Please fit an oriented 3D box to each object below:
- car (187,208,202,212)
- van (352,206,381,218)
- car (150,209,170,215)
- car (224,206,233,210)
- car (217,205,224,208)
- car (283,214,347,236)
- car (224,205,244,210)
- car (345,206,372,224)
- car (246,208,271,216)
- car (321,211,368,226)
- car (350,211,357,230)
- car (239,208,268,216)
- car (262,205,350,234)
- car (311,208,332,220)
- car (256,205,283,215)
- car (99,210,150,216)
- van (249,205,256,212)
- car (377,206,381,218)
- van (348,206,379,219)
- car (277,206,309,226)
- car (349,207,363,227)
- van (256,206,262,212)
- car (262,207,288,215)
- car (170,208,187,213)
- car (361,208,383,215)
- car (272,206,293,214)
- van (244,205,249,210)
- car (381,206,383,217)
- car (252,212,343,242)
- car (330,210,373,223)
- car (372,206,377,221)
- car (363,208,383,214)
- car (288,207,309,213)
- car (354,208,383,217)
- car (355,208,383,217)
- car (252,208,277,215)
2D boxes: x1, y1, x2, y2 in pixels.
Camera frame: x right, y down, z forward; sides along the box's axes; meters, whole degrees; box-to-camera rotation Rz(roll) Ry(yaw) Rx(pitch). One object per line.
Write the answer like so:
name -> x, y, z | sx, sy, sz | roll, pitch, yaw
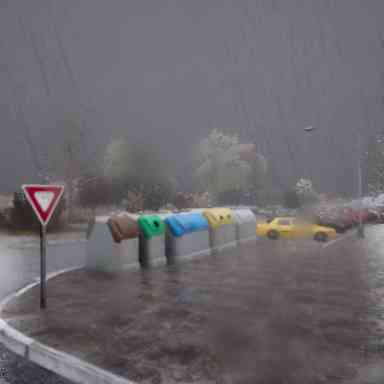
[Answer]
car -> -1.659, 2.997, 42.626 | 4.792, 1.488, 2.163 | -1, -3, 13
van -> 32.763, 3.721, 62.423 | 4.442, 1.987, 1.878 | 1, -1, 13
car -> -5.387, 2.750, 36.945 | 4.892, 1.521, 2.231 | -1, -2, 13
car -> 3.410, 3.309, 50.456 | 4.674, 1.452, 2.002 | -1, -3, 13
car -> 1.818, 3.047, 47.954 | 4.553, 1.767, 2.185 | -1, -2, 13
car -> 9.867, 2.638, 27.128 | 4.674, 1.452, 2.002 | 1, -1, 13
car -> 5.005, 3.113, 52.961 | 5.566, 2.045, 2.435 | -1, -2, 13
car -> 16.453, 2.735, 37.211 | 5.566, 2.045, 2.435 | 1, -1, 13
car -> 13.111, 3.873, 65.422 | 4.792, 1.488, 2.163 | -1, -2, 13
car -> 18.089, 3.112, 39.725 | 4.792, 1.488, 2.163 | 1, -1, 13
car -> 11.532, 2.698, 29.654 | 5.008, 1.535, 2.097 | 1, -1, 13
car -> 11.703, 3.743, 62.886 | 5.366, 1.575, 1.946 | 0, -3, 13
car -> 8.246, 2.243, 24.616 | 5.566, 2.045, 2.435 | 1, -2, 13
car -> 20.001, 3.331, 51.327 | 2.097, 1.767, 4.553 | -1, -2, 33
car -> 16.351, 3.784, 70.421 | 5.566, 2.045, 2.435 | -1, -2, 13
car -> -7.251, 2.640, 34.110 | 4.892, 1.521, 2.231 | -1, -3, 13
van -> 8.391, 3.329, 57.922 | 4.442, 1.987, 1.878 | -1, -3, 13
car -> 23.072, 3.121, 47.279 | 5.566, 2.045, 2.435 | 1, -2, 13
van -> 29.486, 3.529, 57.371 | 4.442, 1.987, 1.878 | 1, -1, 13
car -> 11.898, 2.720, 38.890 | 2.150, 2.045, 5.566 | -1, -2, 33
car -> 14.804, 2.765, 34.706 | 4.553, 1.767, 2.185 | 1, -2, 13
van -> 10.013, 3.425, 60.418 | 4.442, 1.987, 1.878 | -1, -3, 13
car -> 18.172, 4.126, 72.869 | 5.366, 1.575, 1.946 | -1, -3, 13
car -> -3.721, 2.857, 39.826 | 5.366, 1.575, 1.946 | -1, -2, 13
car -> 42.521, 4.526, 77.714 | 5.008, 1.535, 2.097 | 1, -2, 11
car -> 21.212, 4.197, 77.904 | 4.553, 1.767, 2.185 | -1, -2, 12
van -> 6.771, 3.233, 55.426 | 4.442, 1.987, 1.878 | -1, -3, 13
car -> 26.350, 3.314, 52.312 | 5.566, 2.045, 2.435 | 1, -2, 13
car -> 6.735, 2.382, 22.043 | 5.366, 1.575, 1.946 | 1, -2, 13
car -> 21.369, 3.304, 44.760 | 4.792, 1.488, 2.163 | 1, -1, 13
car -> 19.736, 2.927, 42.246 | 5.566, 2.045, 2.435 | 1, -1, 13
car -> 45.639, 4.719, 82.881 | 5.008, 1.535, 2.097 | 1, -1, 10
car -> 28.939, 4.804, 90.520 | 5.008, 1.535, 2.097 | -1, -2, 11
car -> 34.688, 4.046, 64.892 | 5.366, 1.575, 1.946 | 1, -2, 13
car -> 36.137, 4.141, 67.458 | 5.008, 1.535, 2.097 | 1, -1, 12
car -> 14.790, 3.968, 67.910 | 4.792, 1.488, 2.163 | -1, -3, 13
